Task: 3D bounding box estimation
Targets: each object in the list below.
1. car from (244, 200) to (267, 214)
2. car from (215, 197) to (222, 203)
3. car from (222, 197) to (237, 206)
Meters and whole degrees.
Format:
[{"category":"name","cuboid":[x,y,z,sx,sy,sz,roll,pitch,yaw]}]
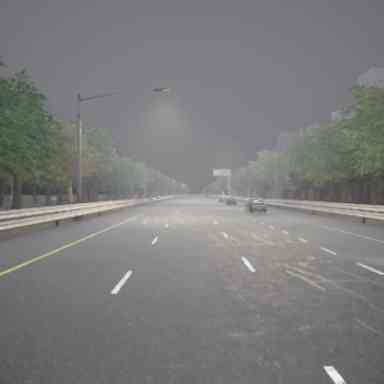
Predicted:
[{"category":"car","cuboid":[7.069,1.611,37.217,2.128,1.511,4.902,0,0,0]},{"category":"car","cuboid":[7.327,1.845,79.257,2.128,1.511,4.902,0,0,0]},{"category":"car","cuboid":[7.199,1.749,62.154,1.837,1.490,4.892,0,0,0]}]
